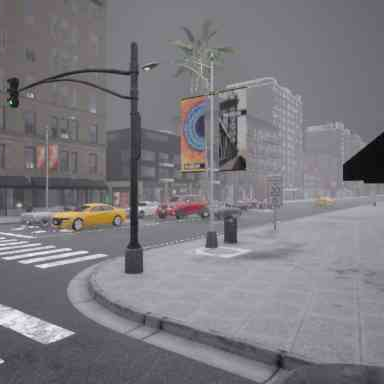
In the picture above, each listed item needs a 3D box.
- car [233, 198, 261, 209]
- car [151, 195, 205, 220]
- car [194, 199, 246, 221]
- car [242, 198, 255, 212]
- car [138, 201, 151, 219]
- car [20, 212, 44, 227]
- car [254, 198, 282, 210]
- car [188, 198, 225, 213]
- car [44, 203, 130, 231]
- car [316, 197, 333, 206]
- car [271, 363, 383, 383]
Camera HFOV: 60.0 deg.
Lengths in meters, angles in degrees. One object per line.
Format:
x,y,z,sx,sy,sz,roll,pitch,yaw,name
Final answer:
7.803,1.578,47.106,1.837,1.490,4.892,0,0,37,car
-0.754,1.257,29.442,2.150,2.045,5.566,0,0,35,car
2.421,1.567,27.958,1.812,1.442,4.674,0,0,35,car
5.009,1.657,37.610,1.895,1.301,4.718,0,0,35,car
-4.147,1.555,30.262,1.812,1.442,4.674,0,0,35,car
-9.240,1.615,23.047,1.895,1.301,4.718,0,0,35,car
10.851,1.584,45.823,1.837,1.490,4.892,0,0,36,car
1.759,1.527,38.644,1.882,1.535,5.008,0,0,35,car
-6.476,1.496,21.308,1.882,1.535,5.008,0,0,35,car
22.613,1.604,56.609,1.882,1.535,5.008,0,0,35,car
2.226,1.551,1.260,4.403,1.369,2.008,0,0,35,car
